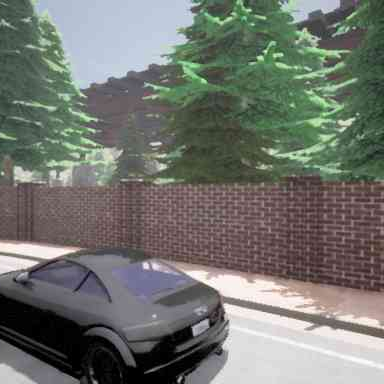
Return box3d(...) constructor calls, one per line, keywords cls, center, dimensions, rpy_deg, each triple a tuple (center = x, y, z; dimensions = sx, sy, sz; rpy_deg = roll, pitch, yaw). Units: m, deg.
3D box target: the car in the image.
box3d(cls="car", center=(-1.528, 1.562, 5.066), dimensions=(4.181, 1.385, 1.994), rpy_deg=(0, 0, 35))
